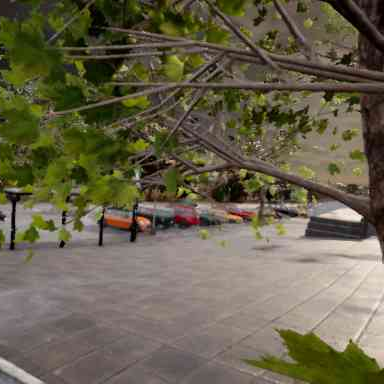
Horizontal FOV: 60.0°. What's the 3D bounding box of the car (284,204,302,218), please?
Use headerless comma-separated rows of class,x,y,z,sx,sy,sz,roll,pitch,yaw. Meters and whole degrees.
car,15.479,3.226,57.259,5.566,2.045,2.435,7,2,15

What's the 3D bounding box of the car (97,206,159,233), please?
car,-5.575,2.280,27.980,4.553,1.767,2.185,7,2,16

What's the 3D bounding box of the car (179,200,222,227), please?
car,-0.193,2.426,35.258,5.566,2.045,2.435,7,2,16

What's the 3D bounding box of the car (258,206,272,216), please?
car,8.476,3.107,47.484,4.892,1.521,2.231,7,3,15

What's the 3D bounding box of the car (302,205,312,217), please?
car,19.076,3.691,62.112,5.366,1.575,1.946,7,2,15

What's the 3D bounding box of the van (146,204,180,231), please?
van,-3.863,2.261,30.418,4.442,1.987,1.878,7,3,16

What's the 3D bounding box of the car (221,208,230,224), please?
car,1.497,2.799,37.721,4.674,1.452,2.002,7,2,16

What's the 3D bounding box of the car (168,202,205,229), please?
car,-2.009,2.333,32.825,5.566,2.045,2.435,7,3,16

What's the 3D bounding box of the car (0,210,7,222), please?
car,-15.539,1.458,23.098,1.837,1.490,4.892,6,1,37

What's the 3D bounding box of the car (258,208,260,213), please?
car,6.759,3.049,45.044,4.792,1.488,2.163,7,2,15

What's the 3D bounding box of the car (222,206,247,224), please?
car,3.430,2.863,40.109,5.366,1.575,1.946,7,2,15

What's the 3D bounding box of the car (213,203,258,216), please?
car,5.047,2.685,42.587,5.566,2.045,2.435,7,2,15

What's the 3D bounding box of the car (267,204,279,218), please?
car,10.253,3.072,49.917,4.553,1.767,2.185,7,2,15

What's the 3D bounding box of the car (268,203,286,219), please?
car,11.931,3.155,52.386,4.553,1.767,2.185,7,2,15

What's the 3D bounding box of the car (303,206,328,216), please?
car,27.574,4.207,74.388,5.008,1.535,2.097,7,2,15

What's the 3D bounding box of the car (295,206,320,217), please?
car,24.075,4.015,69.497,4.792,1.488,2.163,7,2,15
